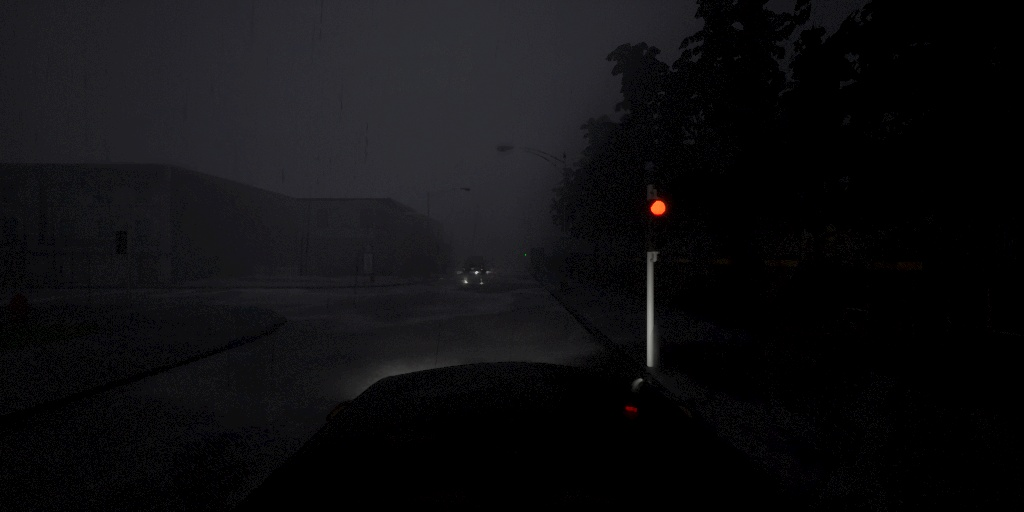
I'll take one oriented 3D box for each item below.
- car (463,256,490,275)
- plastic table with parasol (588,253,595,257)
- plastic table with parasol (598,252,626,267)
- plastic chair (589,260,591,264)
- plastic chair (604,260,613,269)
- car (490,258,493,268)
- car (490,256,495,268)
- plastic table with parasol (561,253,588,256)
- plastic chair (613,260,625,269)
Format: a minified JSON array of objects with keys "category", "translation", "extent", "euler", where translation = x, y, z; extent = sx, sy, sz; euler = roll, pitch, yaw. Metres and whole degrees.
[{"category":"car","translation":[-4.070,0.971,40.154],"extent":[2.150,2.045,5.566],"euler":[0,0,0]},{"category":"plastic table with parasol","translation":[14.718,0.673,63.308],"extent":[2.482,2.480,2.482],"euler":[0,0,-42]},{"category":"plastic table with parasol","translation":[15.334,0.694,55.094],"extent":[2.482,2.480,2.482],"euler":[0,0,-40]},{"category":"plastic chair","translation":[13.765,1.304,62.421],"extent":[0.730,1.272,0.750],"euler":[0,0,-35]},{"category":"plastic chair","translation":[14.359,1.306,54.193],"extent":[0.730,1.272,0.750],"euler":[0,0,-35]},{"category":"car","translation":[-4.056,1.351,50.331],"extent":[1.895,1.301,4.718],"euler":[0,0,0]},{"category":"car","translation":[-4.027,0.971,60.523],"extent":[2.150,2.045,5.566],"euler":[0,0,1]},{"category":"plastic table with parasol","translation":[10.016,0.684,57.837],"extent":[2.482,2.480,2.482],"euler":[0,0,-40]},{"category":"plastic chair","translation":[16.066,1.296,54.095],"extent":[0.750,1.272,0.730],"euler":[0,0,-40]}]
